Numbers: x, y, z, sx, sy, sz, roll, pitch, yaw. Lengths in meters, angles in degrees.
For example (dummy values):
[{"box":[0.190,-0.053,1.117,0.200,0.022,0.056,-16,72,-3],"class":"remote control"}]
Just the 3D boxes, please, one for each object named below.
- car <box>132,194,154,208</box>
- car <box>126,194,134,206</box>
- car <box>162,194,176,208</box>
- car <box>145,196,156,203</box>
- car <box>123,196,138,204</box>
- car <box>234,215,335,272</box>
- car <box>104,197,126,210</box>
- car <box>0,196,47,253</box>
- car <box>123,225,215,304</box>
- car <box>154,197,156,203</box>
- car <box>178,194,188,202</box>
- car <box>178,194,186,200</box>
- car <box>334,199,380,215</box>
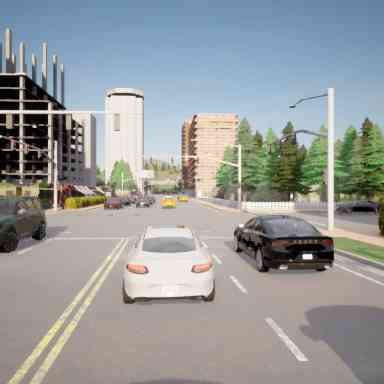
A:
[{"box":[-7.137,1.492,48.828,2.128,1.511,4.902,0,0,-4],"class":"car"},{"box":[-10.946,1.478,53.084,1.882,1.535,5.008,0,0,-4],"class":"car"},{"box":[-3.403,1.477,48.729,1.882,1.535,5.008,0,0,-4],"class":"car"},{"box":[-8.447,1.547,68.365,2.033,1.411,5.357,0,0,-4],"class":"car"},{"box":[-11.632,1.547,63.225,2.033,1.411,5.357,0,0,-4],"class":"car"},{"box":[2.686,1.478,10.834,1.882,1.535,5.008,0,0,-5],"class":"car"},{"box":[-10.287,1.478,43.758,1.882,1.535,5.008,0,0,-4],"class":"car"},{"box":[-7.860,1.221,13.823,2.150,2.045,5.566,1,0,-6],"class":"car"},{"box":[-0.581,1.526,8.098,1.812,1.442,4.674,0,0,-5],"class":"car"},{"box":[-7.774,1.491,57.938,2.128,1.511,4.902,0,0,-4],"class":"car"},{"box":[-2.039,1.470,76.910,1.882,1.535,5.008,0,0,-4],"class":"car"},{"box":[-2.724,1.304,86.458,1.882,1.535,5.008,0,0,-4],"class":"car"},{"box":[17.085,1.491,33.960,4.902,1.511,2.128,0,0,-3],"class":"car"}]
